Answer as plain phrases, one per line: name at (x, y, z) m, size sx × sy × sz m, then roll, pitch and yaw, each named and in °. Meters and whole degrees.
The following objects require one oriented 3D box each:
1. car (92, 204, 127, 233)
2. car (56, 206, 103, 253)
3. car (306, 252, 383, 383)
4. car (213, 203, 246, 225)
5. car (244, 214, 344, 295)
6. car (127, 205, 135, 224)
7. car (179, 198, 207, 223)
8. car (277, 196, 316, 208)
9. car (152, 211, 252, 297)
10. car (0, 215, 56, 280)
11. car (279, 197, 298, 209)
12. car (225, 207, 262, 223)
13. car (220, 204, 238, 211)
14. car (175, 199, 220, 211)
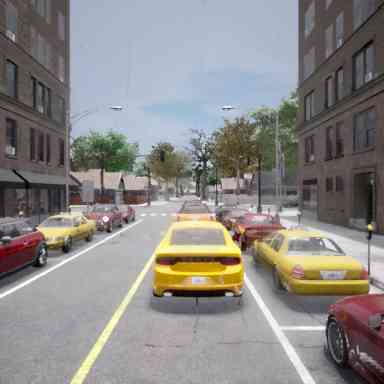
car at (-5.327, 1.448, 19.456) m, size 1.967 × 1.590 × 4.097 m, roll 0°, pitch 0°, yaw 0°
car at (-5.346, 1.530, 13.767) m, size 1.752 × 1.417 × 4.829 m, roll 0°, pitch 0°, yaw 0°
car at (2.644, 1.582, 2.877) m, size 1.802 × 1.307 × 4.206 m, roll 0°, pitch 0°, yaw 0°
car at (2.716, 1.577, 24.950) m, size 1.947 × 1.339 × 4.313 m, roll 0°, pitch 0°, yaw 0°
car at (2.663, 1.528, 8.566) m, size 1.752 × 1.417 × 4.829 m, roll 0°, pitch 0°, yaw 0°
car at (-5.310, 1.593, 24.975) m, size 1.802 × 1.307 × 4.206 m, roll 0°, pitch 0°, yaw 0°
car at (0.085, 1.365, 26.636) m, size 2.097 × 1.767 × 4.553 m, roll 0°, pitch 0°, yaw 0°
car at (14.985, 1.419, 47.885) m, size 4.902 × 1.511 × 2.128 m, roll 0°, pitch 0°, yaw 0°
car at (0.129, 1.480, 8.612) m, size 1.882 × 1.535 × 5.008 m, roll 0°, pitch 0°, yaw 0°
car at (-5.363, 1.442, 8.418) m, size 1.967 × 1.590 × 4.097 m, roll 0°, pitch 0°, yaw 0°
car at (14.398, 1.456, 44.627) m, size 4.674 × 1.442 × 1.812 m, roll 0°, pitch 0°, yaw 2°
car at (2.680, 1.550, 13.914) m, size 1.887 × 1.381 × 4.507 m, roll 0°, pitch 0°, yaw 0°
car at (2.698, 1.590, 19.432) m, size 1.802 × 1.307 × 4.206 m, roll 0°, pitch 0°, yaw 0°
car at (0.156, 1.359, 17.794) m, size 2.097 × 1.767 × 4.553 m, roll 0°, pitch 0°, yaw 0°
